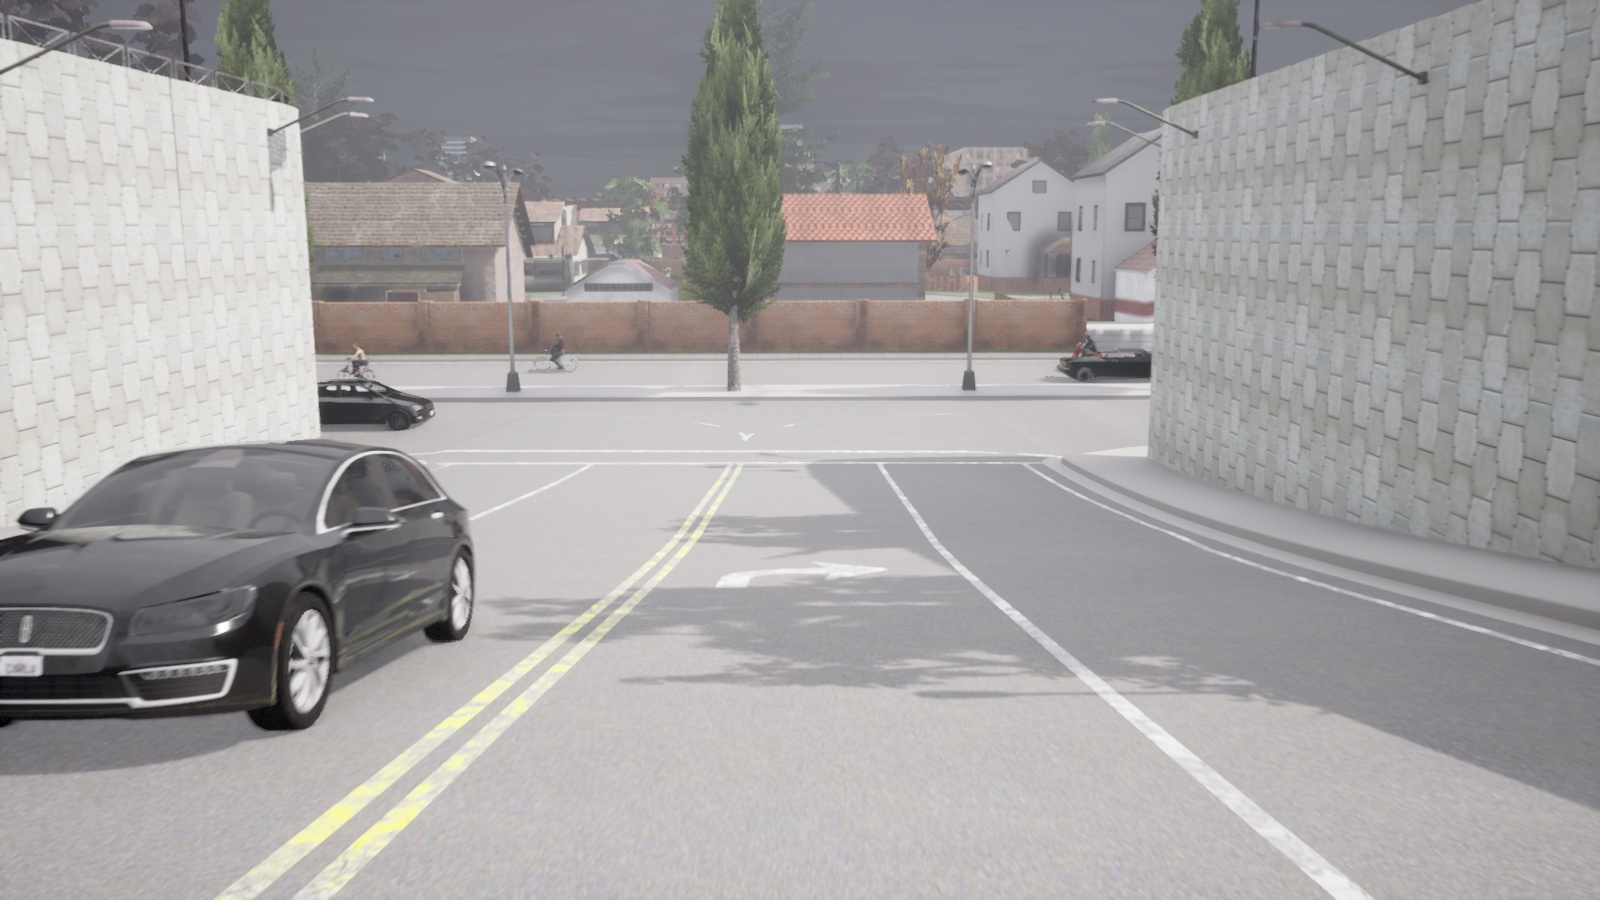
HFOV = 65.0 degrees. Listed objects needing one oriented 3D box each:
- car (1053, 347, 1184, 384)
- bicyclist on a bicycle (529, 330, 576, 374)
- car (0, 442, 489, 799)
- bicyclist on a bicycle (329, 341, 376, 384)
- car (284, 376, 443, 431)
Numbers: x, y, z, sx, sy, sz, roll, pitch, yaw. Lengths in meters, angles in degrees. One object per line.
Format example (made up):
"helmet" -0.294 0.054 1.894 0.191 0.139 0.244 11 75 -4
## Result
"car" 12.778 -3.425 50.601 4.718 1.301 1.895 0 10 -1
"bicyclist on a bicycle" -10.581 -4.192 53.671 1.843 1.776 0.659 0 10 -1
"car" -3.441 0.703 7.705 1.837 1.490 4.892 0 0 0
"bicyclist on a bicycle" -17.856 -3.505 50.134 1.509 1.612 0.866 0 10 -1
"car" -13.435 -1.453 38.846 4.193 1.474 1.816 0 10 0
